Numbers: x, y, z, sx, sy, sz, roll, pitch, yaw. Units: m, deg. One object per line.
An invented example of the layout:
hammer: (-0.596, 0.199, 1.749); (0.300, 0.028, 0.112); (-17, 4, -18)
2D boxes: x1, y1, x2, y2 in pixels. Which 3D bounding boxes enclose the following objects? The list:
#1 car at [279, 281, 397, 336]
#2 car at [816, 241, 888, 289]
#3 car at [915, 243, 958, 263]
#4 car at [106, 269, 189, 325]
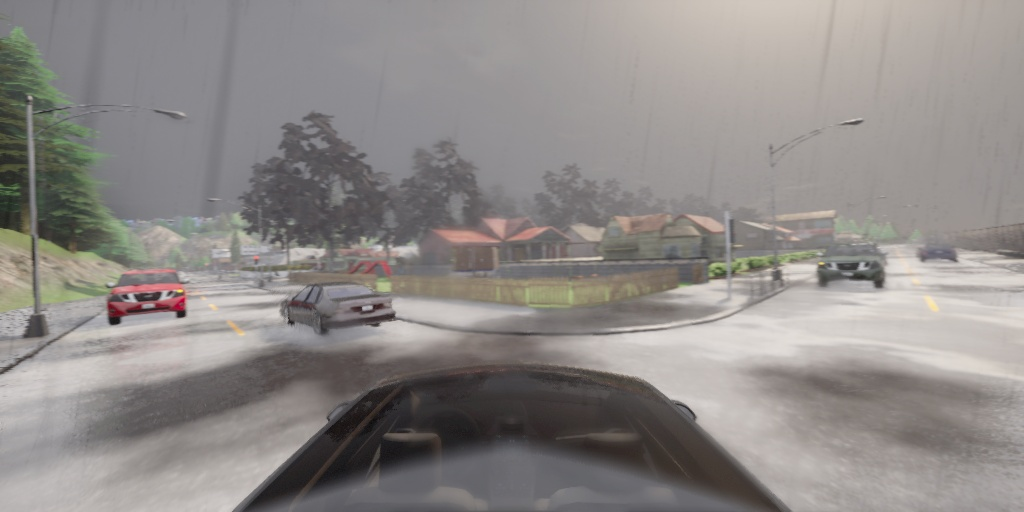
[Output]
car: (-5.728, 1.533, 11.459); (5.357, 1.411, 2.033); (-2, 0, 44)
car: (16.308, 0.347, 17.199); (5.566, 2.045, 2.150); (-2, 0, -43)
car: (38.070, -0.361, 32.125); (4.553, 1.767, 2.097); (-2, 0, -43)
car: (-15.523, 1.597, 15.430); (2.150, 2.045, 5.566); (-2, 0, -43)
